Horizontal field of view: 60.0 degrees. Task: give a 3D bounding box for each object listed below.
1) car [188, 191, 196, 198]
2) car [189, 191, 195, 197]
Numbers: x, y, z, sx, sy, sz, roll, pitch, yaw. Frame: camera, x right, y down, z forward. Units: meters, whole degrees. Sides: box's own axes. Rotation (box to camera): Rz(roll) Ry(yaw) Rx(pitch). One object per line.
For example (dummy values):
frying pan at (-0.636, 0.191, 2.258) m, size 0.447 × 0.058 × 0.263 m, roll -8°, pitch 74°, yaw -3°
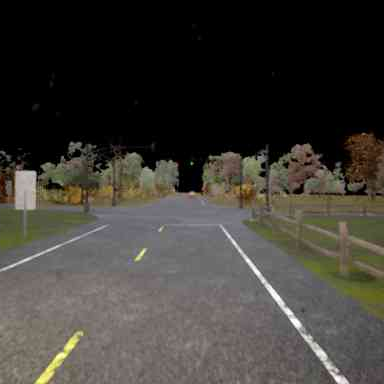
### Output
car at (0.054, 0.622, 85.387) m, size 2.097 × 1.767 × 4.553 m, roll 0°, pitch 0°, yaw 0°
car at (0.059, 0.559, 95.422) m, size 1.812 × 1.442 × 4.674 m, roll 0°, pitch 0°, yaw 0°
